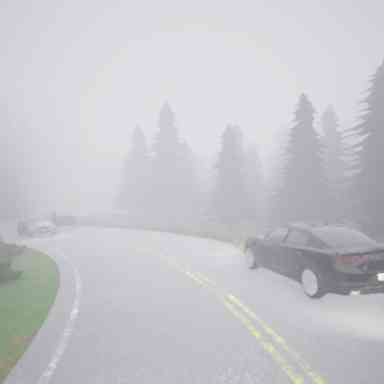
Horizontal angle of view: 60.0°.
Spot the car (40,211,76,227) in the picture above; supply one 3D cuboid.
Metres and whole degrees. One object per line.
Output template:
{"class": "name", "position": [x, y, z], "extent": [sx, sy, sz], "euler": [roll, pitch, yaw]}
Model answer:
{"class": "car", "position": [-11.944, 2.438, 29.738], "extent": [1.882, 1.535, 5.008], "euler": [-4, 0, -37]}

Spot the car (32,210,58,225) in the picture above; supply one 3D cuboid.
{"class": "car", "position": [-17.230, 2.918, 39.262], "extent": [2.033, 1.411, 5.357], "euler": [-2, -1, -16]}

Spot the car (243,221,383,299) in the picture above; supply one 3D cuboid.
{"class": "car", "position": [3.022, 1.513, 8.766], "extent": [1.882, 1.535, 5.008], "euler": [-2, -1, -15]}

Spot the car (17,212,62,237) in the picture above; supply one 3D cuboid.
{"class": "car", "position": [-11.583, 2.469, 24.604], "extent": [1.812, 1.442, 4.674], "euler": [-4, 0, -40]}
